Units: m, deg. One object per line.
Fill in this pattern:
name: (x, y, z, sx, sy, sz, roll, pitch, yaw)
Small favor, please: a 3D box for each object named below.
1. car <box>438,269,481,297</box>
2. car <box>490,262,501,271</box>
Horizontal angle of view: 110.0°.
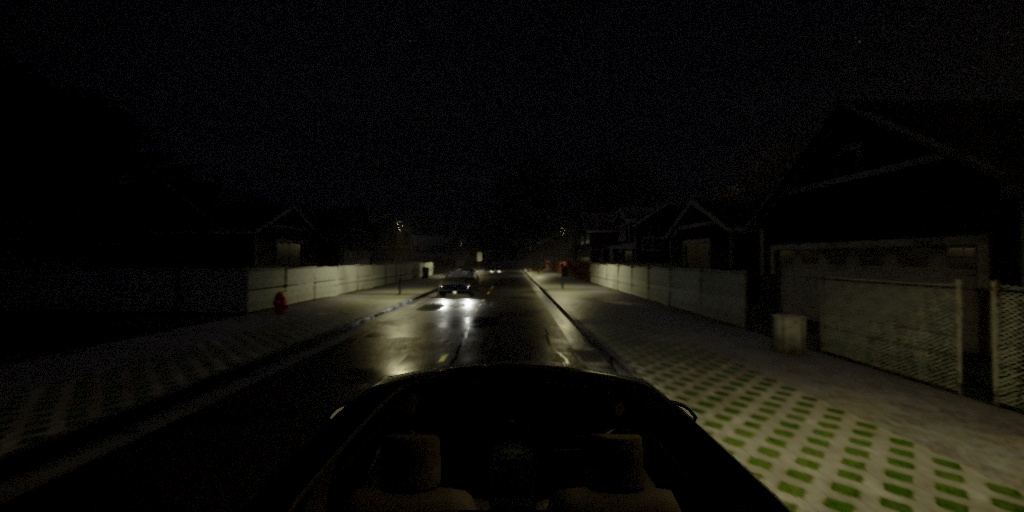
car: (-2.846, 1.447, 20.511, 2.033, 1.411, 5.357, 0, 0, 0)
car: (-2.762, 1.724, 61.299, 2.033, 1.411, 5.357, 0, 0, 1)
